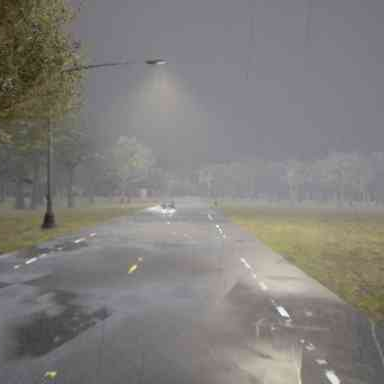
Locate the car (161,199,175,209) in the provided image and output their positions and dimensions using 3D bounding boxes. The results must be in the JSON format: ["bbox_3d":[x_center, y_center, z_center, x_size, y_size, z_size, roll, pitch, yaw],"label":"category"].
[{"bbox_3d":[-3.579,1.793,50.522,2.128,1.511,4.902,1,-1,0],"label":"car"}]
